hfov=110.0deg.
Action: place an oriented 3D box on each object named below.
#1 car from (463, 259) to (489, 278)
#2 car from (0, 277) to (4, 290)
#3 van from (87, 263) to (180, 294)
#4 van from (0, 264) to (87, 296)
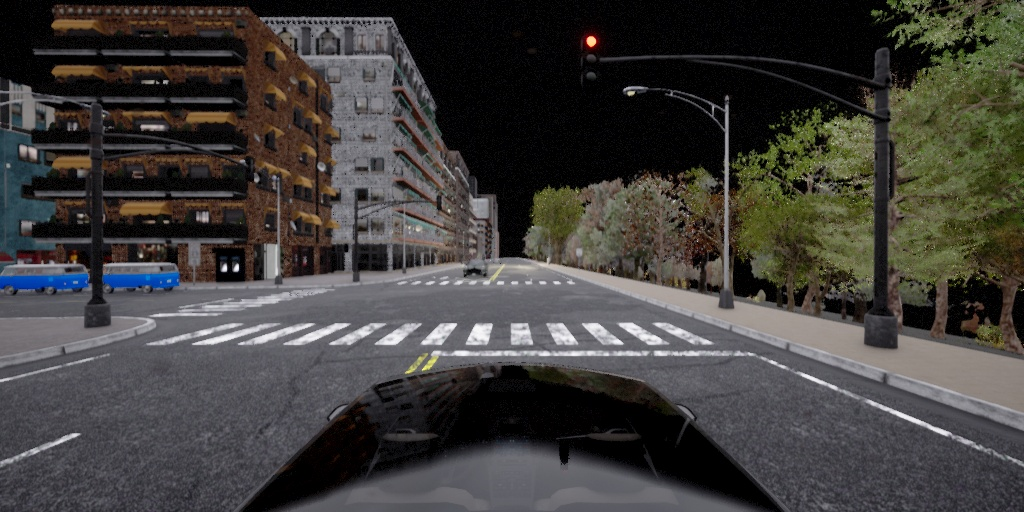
[{"bbox_3d":[-3.292,1.023,33.224,2.097,1.767,4.553,0,0,0],"label":"car"},{"bbox_3d":[-22.648,1.610,13.504,4.207,1.307,1.802,0,0,-1],"label":"car"},{"bbox_3d":[-22.746,1.327,21.851,3.998,1.789,1.690,0,0,-1],"label":"van"},{"bbox_3d":[-28.347,1.401,21.766,3.998,1.789,1.690,0,0,-1],"label":"van"}]
